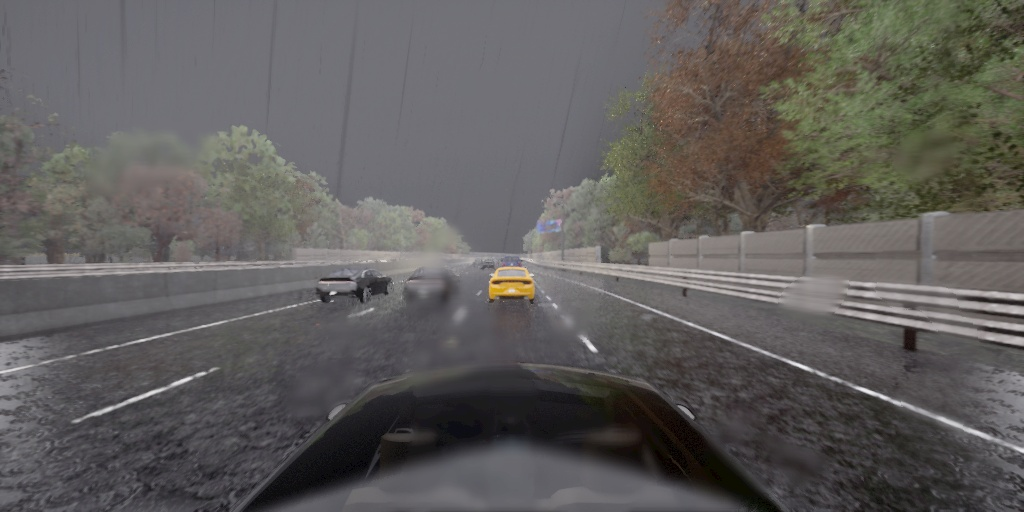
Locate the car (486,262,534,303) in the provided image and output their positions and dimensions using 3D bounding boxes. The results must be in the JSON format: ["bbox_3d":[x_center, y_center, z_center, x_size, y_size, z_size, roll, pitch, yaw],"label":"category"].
[{"bbox_3d":[-0.012,1.239,16.778,1.882,1.535,5.008,0,0,0],"label":"car"}]

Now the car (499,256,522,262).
[{"bbox_3d":[-0.023,1.000,39.996,2.150,2.045,5.566,0,0,0],"label":"car"}]

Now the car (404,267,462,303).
[{"bbox_3d":[-3.512,1.252,16.637,2.128,1.511,4.902,0,0,0],"label":"car"}]

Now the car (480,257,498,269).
[{"bbox_3d":[-3.534,1.295,55.771,1.837,1.490,4.892,0,0,0],"label":"car"}]

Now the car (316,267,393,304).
[{"bbox_3d":[-7.008,1.251,16.470,2.128,1.511,4.902,0,0,0],"label":"car"}]
